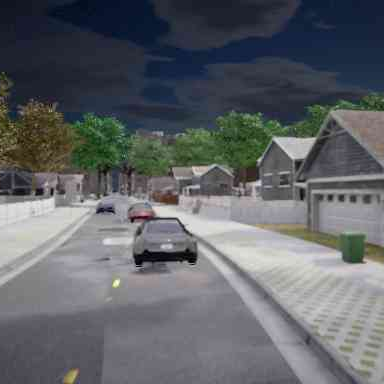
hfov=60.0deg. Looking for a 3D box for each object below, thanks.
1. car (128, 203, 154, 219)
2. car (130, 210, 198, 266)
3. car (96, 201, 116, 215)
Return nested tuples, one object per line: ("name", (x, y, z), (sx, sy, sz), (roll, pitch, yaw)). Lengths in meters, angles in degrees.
("car", (-3.967, 1.525, 26.102), (1.994, 1.385, 4.181), (0, 0, -13))
("car", (-1.020, 1.544, 11.566), (1.994, 1.385, 4.181), (0, 0, -9))
("car", (-8.619, 1.572, 33.471), (1.895, 1.301, 4.718), (0, 0, -13))
